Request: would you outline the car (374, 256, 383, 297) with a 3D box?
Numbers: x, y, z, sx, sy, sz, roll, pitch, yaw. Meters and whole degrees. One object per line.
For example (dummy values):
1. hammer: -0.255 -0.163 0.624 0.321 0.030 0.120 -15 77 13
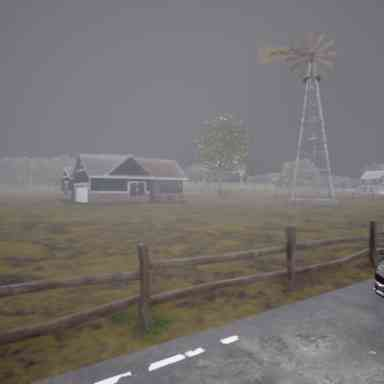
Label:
1. car: 5.861 1.483 7.244 4.902 1.511 2.128 0 0 -35
